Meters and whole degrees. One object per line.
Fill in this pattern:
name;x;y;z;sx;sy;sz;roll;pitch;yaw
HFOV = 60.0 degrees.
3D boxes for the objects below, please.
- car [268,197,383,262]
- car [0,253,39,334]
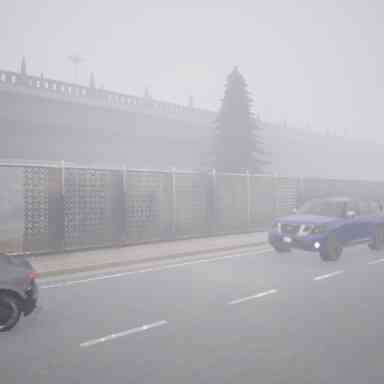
car;5.309;1.224;12.553;5.566;2.045;2.150;1;0;-38
car;-4.722;1.564;5.261;4.181;1.385;1.994;0;0;-32
